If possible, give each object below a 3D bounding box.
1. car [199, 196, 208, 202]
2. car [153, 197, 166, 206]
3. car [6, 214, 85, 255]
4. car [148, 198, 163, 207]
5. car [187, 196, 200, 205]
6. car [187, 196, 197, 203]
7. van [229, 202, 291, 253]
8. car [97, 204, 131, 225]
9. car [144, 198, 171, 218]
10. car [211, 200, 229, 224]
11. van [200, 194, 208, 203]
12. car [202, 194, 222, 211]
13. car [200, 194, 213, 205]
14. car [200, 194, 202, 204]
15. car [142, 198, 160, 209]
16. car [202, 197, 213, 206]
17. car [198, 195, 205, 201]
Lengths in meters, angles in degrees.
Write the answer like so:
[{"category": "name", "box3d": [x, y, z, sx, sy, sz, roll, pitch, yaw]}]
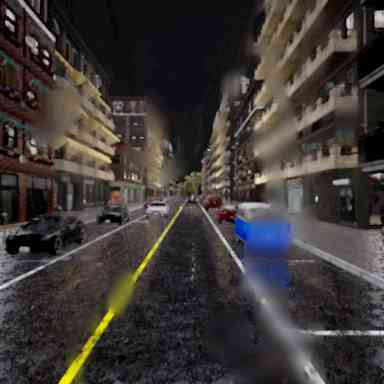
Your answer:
[{"category": "car", "box3d": [2.673, 1.624, 80.293, 2.008, 1.369, 4.403, 1, 0, 0]}, {"category": "car", "box3d": [-5.700, 1.634, 58.046, 1.802, 1.307, 4.206, 1, 0, 0]}, {"category": "car", "box3d": [-5.684, 1.577, 13.477, 1.947, 1.339, 4.313, 1, 0, 0]}, {"category": "car", "box3d": [-5.698, 1.628, 52.474, 1.802, 1.307, 4.206, 1, 0, 0]}, {"category": "car", "box3d": [-0.020, 1.599, 57.959, 2.033, 1.411, 5.357, 0, 0, 0]}, {"category": "car", "box3d": [-0.023, 1.553, 68.265, 2.033, 1.411, 5.357, 0, 0, 0]}, {"category": "van", "box3d": [2.699, 1.353, 13.441, 1.690, 1.788, 3.998, 1, 0, 0]}, {"category": "car", "box3d": [-5.688, 1.587, 24.619, 1.947, 1.339, 4.313, 1, 0, 0]}, {"category": "car", "box3d": [-3.017, 1.552, 30.272, 1.812, 1.442, 4.674, 0, 0, 0]}, {"category": "car", "box3d": [2.693, 1.566, 24.582, 1.887, 1.381, 4.507, 1, 0, 0]}, {"category": "van", "box3d": [2.678, 1.409, 74.722, 1.690, 1.788, 3.998, 1, 0, 0]}, {"category": "car", "box3d": [2.690, 1.351, 41.296, 2.192, 1.841, 5.009, 1, 0, 0]}, {"category": "car", "box3d": [2.683, 1.372, 63.580, 2.192, 1.841, 5.009, 1, 0, 0]}, {"category": "car", "box3d": [2.688, 1.356, 46.866, 2.192, 1.841, 5.009, 1, 0, 0]}, {"category": "car", "box3d": [-5.695, 1.586, 46.904, 1.887, 1.381, 4.507, 1, 0, 0]}, {"category": "car", "box3d": [2.681, 1.577, 58.178, 1.752, 1.417, 4.829, 1, 0, 0]}, {"category": "car", "box3d": [2.670, 1.610, 91.605, 1.752, 1.417, 4.829, 1, 0, 0]}]
